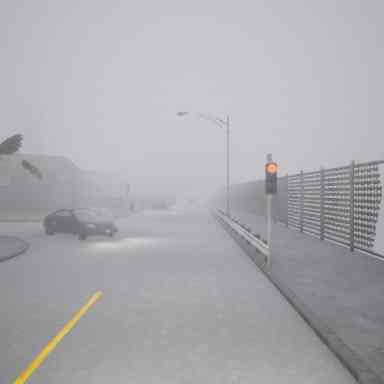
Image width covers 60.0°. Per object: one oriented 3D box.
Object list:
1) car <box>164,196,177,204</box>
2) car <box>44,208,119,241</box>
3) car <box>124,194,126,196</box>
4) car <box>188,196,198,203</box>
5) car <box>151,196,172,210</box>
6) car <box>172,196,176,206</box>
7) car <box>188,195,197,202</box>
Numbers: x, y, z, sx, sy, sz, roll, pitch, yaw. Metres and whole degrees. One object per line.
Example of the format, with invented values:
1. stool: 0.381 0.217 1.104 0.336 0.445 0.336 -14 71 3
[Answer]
1. car: -4.005 1.547 62.975 2.033 1.411 5.357 0 0 0
2. car: -5.670 1.526 16.742 4.674 1.442 1.812 0 -1 38
3. car: -17.212 1.134 78.245 3.633 1.501 1.845 0 0 0
4. car: 0.161 1.547 68.020 2.033 1.411 5.357 0 0 -1
5. car: -4.062 1.478 42.801 1.882 1.535 5.008 0 0 0
6. car: -4.047 1.505 52.519 1.837 1.490 4.892 0 0 0
7. car: 0.066 1.540 78.648 2.033 1.411 5.357 0 0 0
